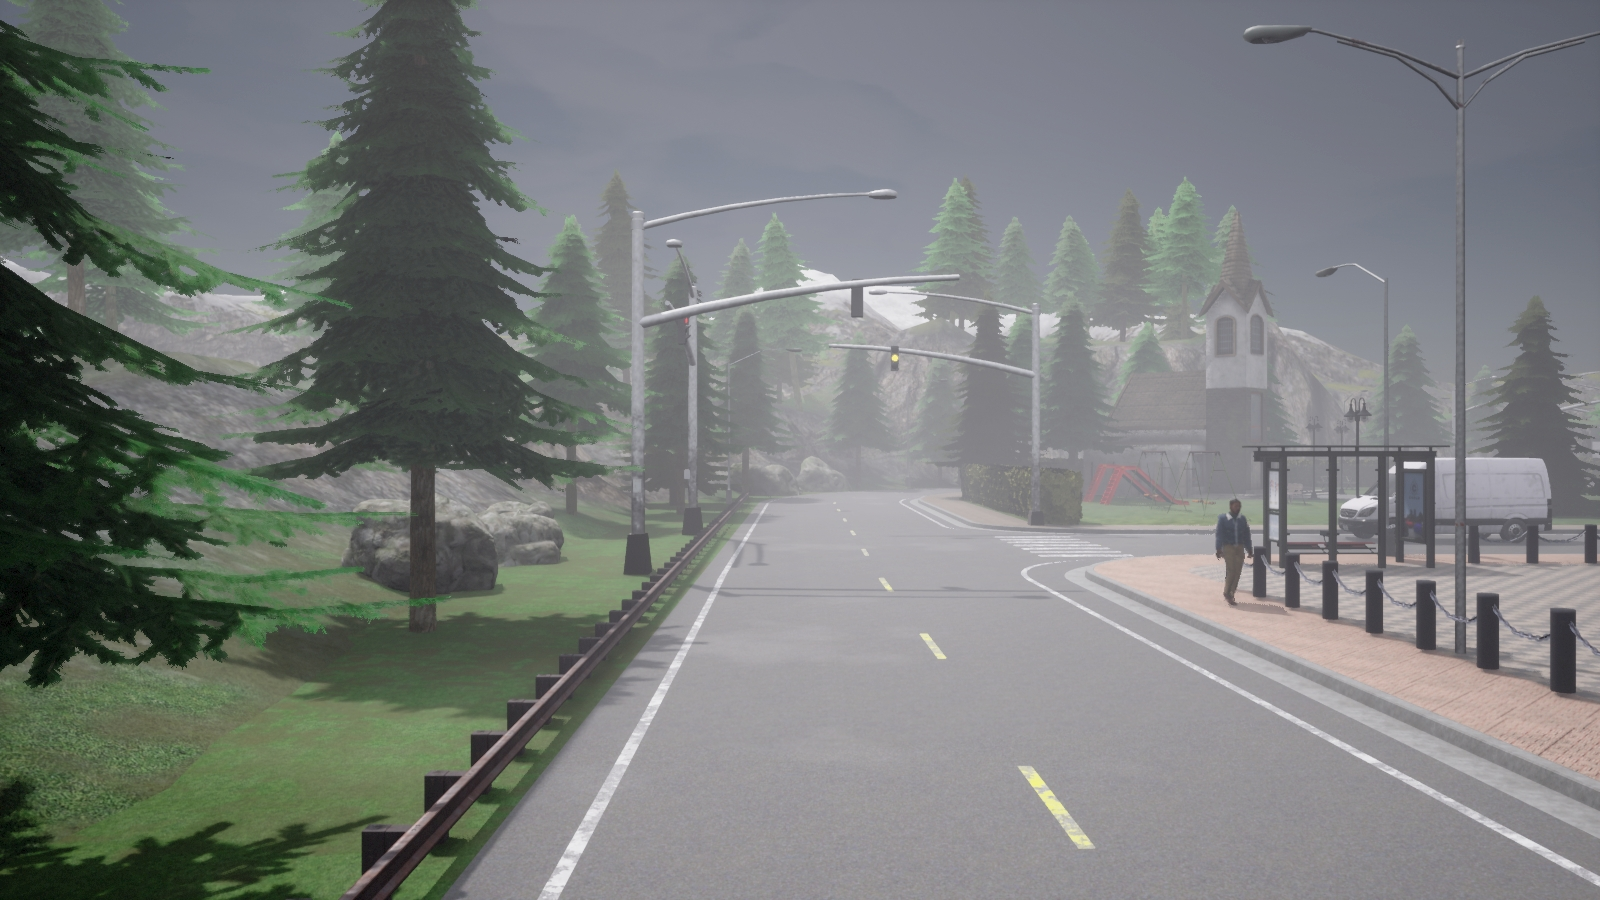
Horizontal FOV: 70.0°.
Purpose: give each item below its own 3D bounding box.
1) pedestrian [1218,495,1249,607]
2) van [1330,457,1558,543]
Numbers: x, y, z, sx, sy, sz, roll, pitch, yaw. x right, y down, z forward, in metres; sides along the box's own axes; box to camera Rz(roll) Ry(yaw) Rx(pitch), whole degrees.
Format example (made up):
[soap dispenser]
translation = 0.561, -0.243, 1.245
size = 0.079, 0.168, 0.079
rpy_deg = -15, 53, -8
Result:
[pedestrian]
translation = 7.291, 1.691, 19.236
size = 0.375, 1.860, 0.375
rpy_deg = 0, 0, -1
[van]
translation = 19.746, 1.515, 35.223
size = 5.915, 2.561, 1.988
rpy_deg = 0, 0, 0
